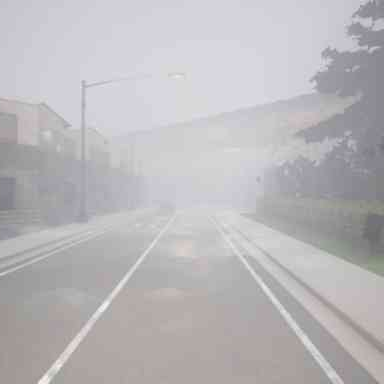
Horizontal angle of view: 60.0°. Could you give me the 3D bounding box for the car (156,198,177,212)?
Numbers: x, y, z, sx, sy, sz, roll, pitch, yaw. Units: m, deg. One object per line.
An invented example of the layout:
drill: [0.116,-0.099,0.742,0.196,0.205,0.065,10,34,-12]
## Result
car: [-3.120,1.881,44.046,1.837,1.490,4.892,0,-1,4]

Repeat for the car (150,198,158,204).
car: [-6.940,2.009,72.454,2.033,1.411,5.357,1,-1,-45]
